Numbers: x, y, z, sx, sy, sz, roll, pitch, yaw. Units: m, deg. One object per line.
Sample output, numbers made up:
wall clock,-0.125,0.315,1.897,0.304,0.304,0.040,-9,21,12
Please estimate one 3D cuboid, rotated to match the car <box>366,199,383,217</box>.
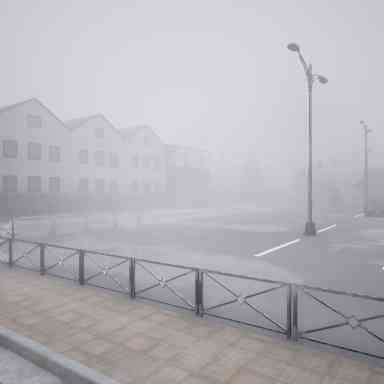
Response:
car,15.327,1.298,26.875,2.007,1.523,4.514,0,0,35
